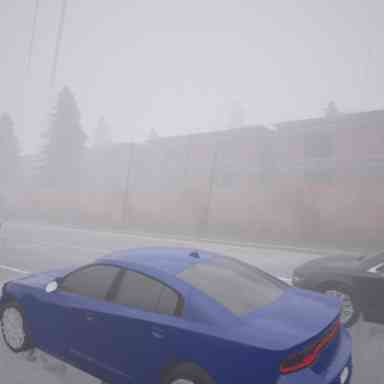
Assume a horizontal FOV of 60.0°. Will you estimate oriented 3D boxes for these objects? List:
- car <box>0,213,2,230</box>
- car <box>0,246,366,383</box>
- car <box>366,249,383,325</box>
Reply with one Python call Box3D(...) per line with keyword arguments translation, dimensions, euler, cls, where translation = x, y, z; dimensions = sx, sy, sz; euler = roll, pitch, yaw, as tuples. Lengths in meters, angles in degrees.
Box3D(translation=(-11.734, 1.252, 16.667), dimensions=(5.566, 2.045, 2.150), euler=(0, 0, 36), cls="car")
Box3D(translation=(-0.646, 1.483, 4.452), dimensions=(5.008, 1.535, 1.882), euler=(0, 0, 36), cls="car")
Box3D(translation=(4.098, 1.506, 5.366), dimensions=(4.892, 1.490, 1.837), euler=(0, 0, 36), cls="car")
